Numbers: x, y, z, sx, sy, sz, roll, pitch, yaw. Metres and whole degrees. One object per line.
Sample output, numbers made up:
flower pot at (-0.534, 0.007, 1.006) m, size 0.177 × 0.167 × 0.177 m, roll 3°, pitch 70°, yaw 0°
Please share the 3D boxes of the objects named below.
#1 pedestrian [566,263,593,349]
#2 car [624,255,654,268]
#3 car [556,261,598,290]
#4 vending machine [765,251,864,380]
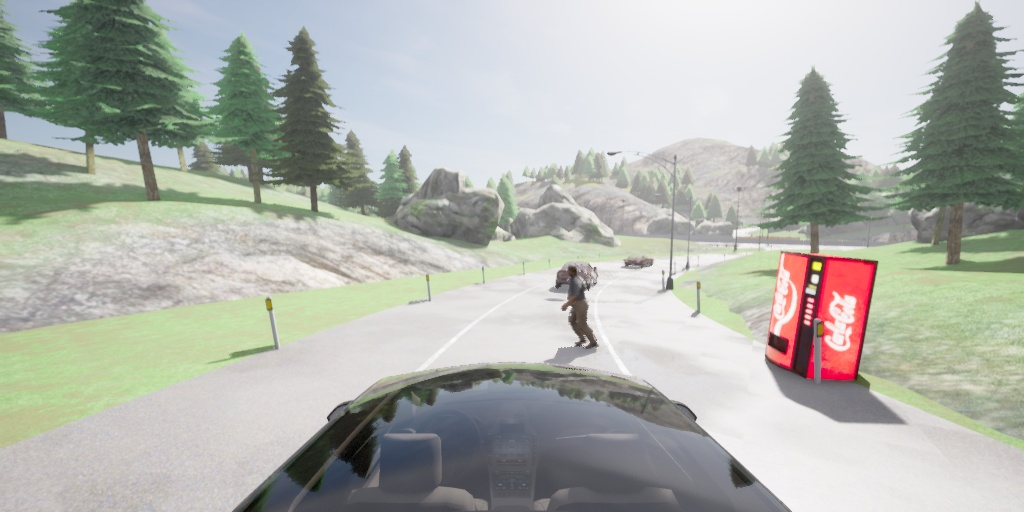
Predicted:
pedestrian at (1.373, 1.019, 7.475) m, size 0.375 × 1.860 × 0.375 m, roll -4°, pitch 5°, yaw 7°
car at (13.489, 0.505, 37.852) m, size 1.895 × 1.301 × 4.718 m, roll 4°, pitch 4°, yaw 37°
car at (3.754, 1.024, 20.378) m, size 1.812 × 1.442 × 4.674 m, roll 2°, pitch 2°, yaw 20°
vending machine at (5.229, 0.957, 6.373) m, size 1.100 × 2.100 × 0.880 m, roll 0°, pitch 0°, yaw 6°
